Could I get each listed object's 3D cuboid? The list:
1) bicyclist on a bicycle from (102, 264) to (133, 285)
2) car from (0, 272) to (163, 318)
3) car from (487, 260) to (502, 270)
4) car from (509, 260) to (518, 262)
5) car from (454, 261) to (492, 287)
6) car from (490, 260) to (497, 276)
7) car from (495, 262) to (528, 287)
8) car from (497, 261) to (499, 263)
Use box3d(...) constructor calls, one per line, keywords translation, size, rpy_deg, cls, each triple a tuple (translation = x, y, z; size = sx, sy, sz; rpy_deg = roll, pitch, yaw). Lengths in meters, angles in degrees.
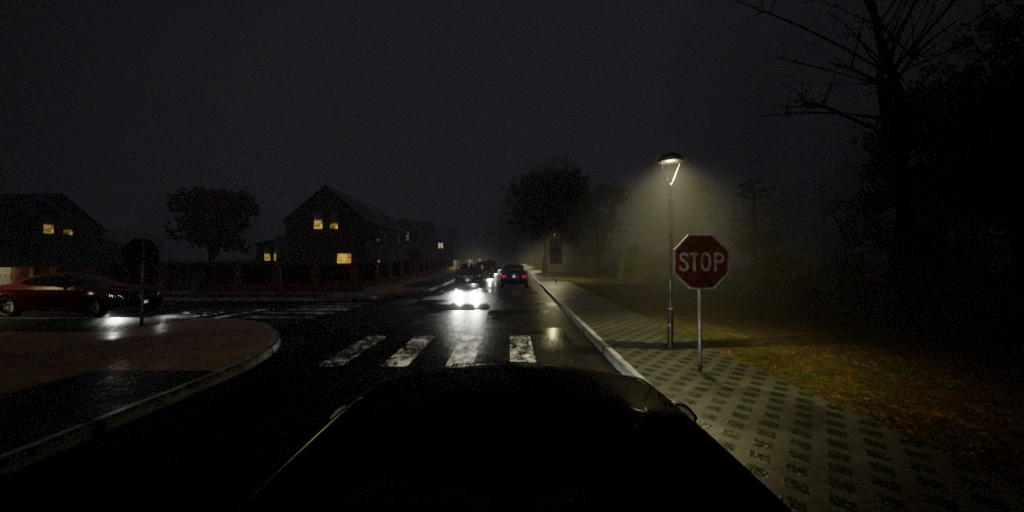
box3d(translation=(-20.199, 1.215, 18.304), size=(0.582, 1.620, 1.656), rpy_deg=(0, -1, 2), cls="bicyclist on a bicycle")
box3d(translation=(-14.769, 1.278, 12.260), size=(4.674, 1.442, 1.812), rpy_deg=(0, -1, 2), cls="car")
box3d(translation=(-2.681, 1.396, 55.864), size=(2.033, 1.411, 5.357), rpy_deg=(0, 0, 0), cls="car")
box3d(translation=(0.220, 1.373, 55.611), size=(1.812, 1.442, 4.674), rpy_deg=(0, 0, 0), cls="car")
box3d(translation=(-2.806, 1.264, 25.081), size=(2.128, 1.511, 4.902), rpy_deg=(0, 0, 0), cls="car")
box3d(translation=(-2.777, 1.295, 35.291), size=(1.837, 1.490, 4.892), rpy_deg=(0, 0, 0), cls="car")
box3d(translation=(0.142, 1.318, 24.549), size=(2.033, 1.411, 5.357), rpy_deg=(0, 0, 0), cls="car")
box3d(translation=(-2.746, 1.320, 45.506), size=(1.837, 1.490, 4.892), rpy_deg=(0, 0, 0), cls="car")
